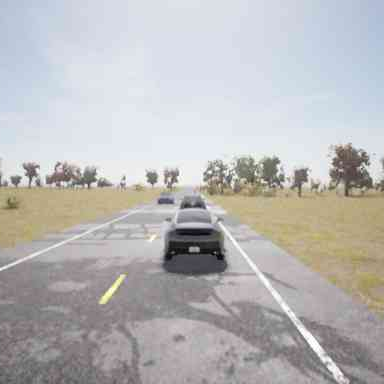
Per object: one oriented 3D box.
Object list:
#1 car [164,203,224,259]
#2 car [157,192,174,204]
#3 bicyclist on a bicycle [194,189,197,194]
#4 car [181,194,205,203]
[{"bbox_3d":[0.079,1.344,11.810,1.837,1.490,4.892,0,1,0],"label":"car"},{"bbox_3d":[-3.584,0.740,45.617,2.097,1.767,4.553,0,1,0],"label":"car"},{"bbox_3d":[0.953,0.288,87.086,0.866,1.612,1.509,0,1,0],"label":"bicyclist on a bicycle"},{"bbox_3d":[0.083,0.966,28.639,2.097,1.767,4.553,0,1,0],"label":"car"}]
